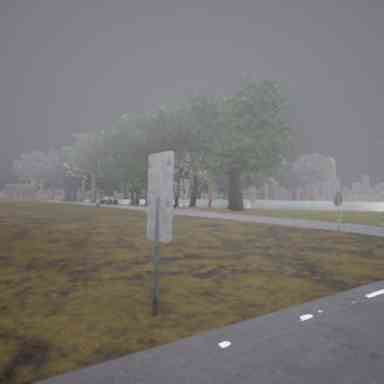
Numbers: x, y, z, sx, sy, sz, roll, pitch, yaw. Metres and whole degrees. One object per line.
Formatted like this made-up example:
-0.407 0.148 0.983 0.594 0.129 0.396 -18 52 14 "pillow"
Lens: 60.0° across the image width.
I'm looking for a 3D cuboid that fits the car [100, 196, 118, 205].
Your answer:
-15.809 1.565 63.041 2.097 1.767 4.553 2 -1 -36 "car"
